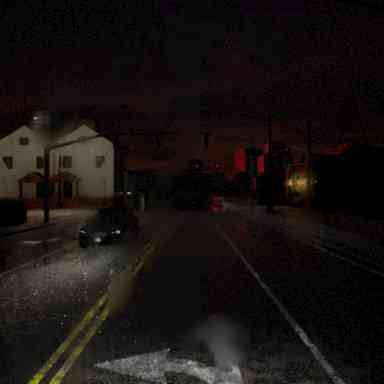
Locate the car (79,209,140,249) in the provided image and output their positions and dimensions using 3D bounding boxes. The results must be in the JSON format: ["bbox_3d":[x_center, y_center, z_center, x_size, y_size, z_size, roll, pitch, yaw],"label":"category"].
[{"bbox_3d":[-3.562,1.559,15.031,2.128,1.511,4.902,0,0,0],"label":"car"}]
